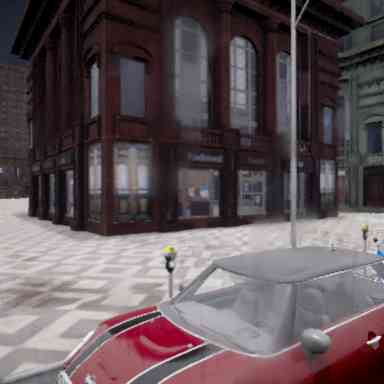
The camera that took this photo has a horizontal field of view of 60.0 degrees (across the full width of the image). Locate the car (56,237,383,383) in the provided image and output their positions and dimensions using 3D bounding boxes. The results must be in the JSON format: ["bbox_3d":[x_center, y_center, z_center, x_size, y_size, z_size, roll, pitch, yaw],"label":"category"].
[{"bbox_3d":[0.737,1.430,3.491,4.097,1.590,1.967,0,0,-35],"label":"car"}]
